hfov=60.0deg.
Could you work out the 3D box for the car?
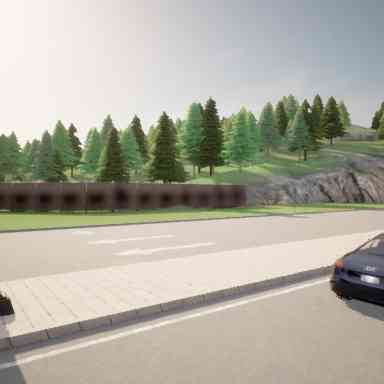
[{"bbox_3d":[4.881,1.564,7.229,4.181,1.385,1.994,0,0,-35],"label":"car"}]
